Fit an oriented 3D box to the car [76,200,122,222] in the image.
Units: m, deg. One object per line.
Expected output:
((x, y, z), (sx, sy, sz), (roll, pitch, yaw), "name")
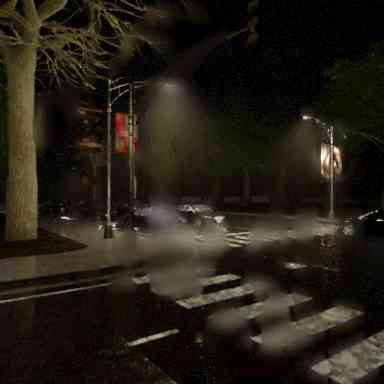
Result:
((-7.874, 1.674, 27.967), (1.994, 1.385, 4.181), (0, 0, -36), "car")

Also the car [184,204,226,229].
((0.230, 1.565, 22.357), (2.128, 1.511, 4.902), (0, 0, -36), "car")

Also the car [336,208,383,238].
((9.315, 1.513, 15.684), (1.837, 1.490, 4.892), (0, 0, -36), "car")

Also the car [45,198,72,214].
((-15.922, 1.693, 39.066), (1.837, 1.490, 4.892), (0, 0, -36), "car")

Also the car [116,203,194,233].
((-2.446, 1.612, 20.489), (2.033, 1.411, 5.357), (0, 0, -36), "car")

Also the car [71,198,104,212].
((-12.625, 1.753, 40.062), (1.994, 1.385, 4.181), (0, 0, -36), "car")

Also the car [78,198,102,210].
((-15.215, 1.745, 49.398), (1.882, 1.535, 5.008), (0, -1, -36), "car")

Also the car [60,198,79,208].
((-21.355, 1.836, 57.763), (1.882, 1.535, 5.008), (0, -1, -36), "car")

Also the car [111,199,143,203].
((-5.187, 1.471, 29.801), (2.097, 1.767, 4.553), (0, 0, -36), "car")

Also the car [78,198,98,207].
((-18.725, 1.845, 59.672), (1.882, 1.535, 5.008), (0, -1, -36), "car")
